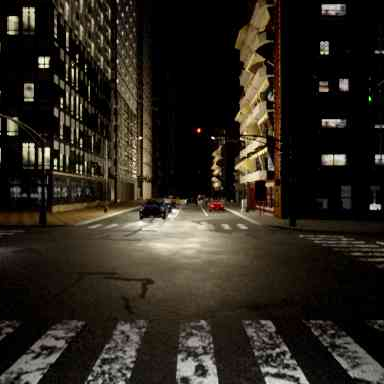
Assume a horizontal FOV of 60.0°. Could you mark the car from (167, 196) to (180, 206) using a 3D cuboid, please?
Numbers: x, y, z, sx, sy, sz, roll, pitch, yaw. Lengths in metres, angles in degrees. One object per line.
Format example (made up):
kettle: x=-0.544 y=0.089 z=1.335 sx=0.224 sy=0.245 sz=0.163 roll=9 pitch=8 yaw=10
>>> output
car: x=-3.097 y=1.485 z=56.726 sx=1.882 sy=1.535 sz=5.008 roll=0 pitch=0 yaw=0

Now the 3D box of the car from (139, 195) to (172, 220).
car: x=-3.142 y=1.350 z=28.148 sx=2.097 sy=1.767 sz=4.553 roll=0 pitch=0 yaw=0

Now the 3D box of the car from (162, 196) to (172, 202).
car: x=-5.823 y=1.571 z=78.386 sx=2.008 sy=1.369 sz=4.403 roll=0 pitch=0 yaw=0

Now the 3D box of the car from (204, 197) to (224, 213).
car: x=2.679 y=1.582 z=37.241 sx=1.802 sy=1.307 sz=4.206 roll=0 pitch=0 yaw=0

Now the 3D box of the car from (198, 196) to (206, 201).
car: x=2.547 y=1.606 z=84.049 sx=1.802 sy=1.307 sz=4.206 roll=0 pitch=0 yaw=0

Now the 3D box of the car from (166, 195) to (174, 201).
car: x=-5.843 y=1.574 z=89.683 sx=1.887 sy=1.381 sz=4.507 roll=0 pitch=0 yaw=0

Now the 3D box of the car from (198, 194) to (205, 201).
car: x=2.537 y=1.469 z=89.698 sx=1.967 sy=1.590 sz=4.097 roll=0 pitch=0 yaw=0

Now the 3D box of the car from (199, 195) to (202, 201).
car: x=2.597 y=1.557 z=55.806 sx=2.008 sy=1.369 sz=4.403 roll=0 pitch=0 yaw=0

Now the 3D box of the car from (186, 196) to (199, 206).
car: x=0.004 y=1.510 z=56.624 sx=1.837 sy=1.490 sz=4.892 roll=0 pitch=-1 yaw=0

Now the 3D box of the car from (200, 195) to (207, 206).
car: x=2.606 y=1.555 z=50.158 sx=2.008 sy=1.369 sz=4.403 roll=0 pitch=0 yaw=0

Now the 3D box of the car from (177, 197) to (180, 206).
car: x=-3.153 y=1.604 z=46.454 sx=1.895 sy=1.301 sz=4.718 roll=0 pitch=0 yaw=0

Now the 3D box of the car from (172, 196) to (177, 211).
car: x=-3.158 y=1.492 z=37.196 sx=2.128 sy=1.511 sz=4.902 roll=0 pitch=0 yaw=0

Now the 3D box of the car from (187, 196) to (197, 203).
car: x=-0.033 y=1.577 z=70.301 sx=1.994 sy=1.385 sz=4.181 roll=0 pitch=0 yaw=0
